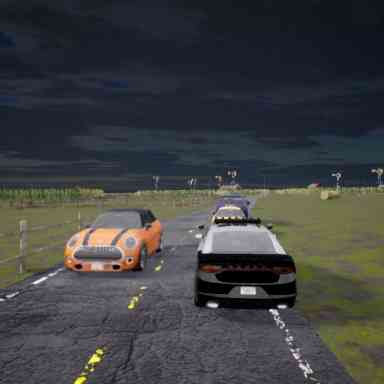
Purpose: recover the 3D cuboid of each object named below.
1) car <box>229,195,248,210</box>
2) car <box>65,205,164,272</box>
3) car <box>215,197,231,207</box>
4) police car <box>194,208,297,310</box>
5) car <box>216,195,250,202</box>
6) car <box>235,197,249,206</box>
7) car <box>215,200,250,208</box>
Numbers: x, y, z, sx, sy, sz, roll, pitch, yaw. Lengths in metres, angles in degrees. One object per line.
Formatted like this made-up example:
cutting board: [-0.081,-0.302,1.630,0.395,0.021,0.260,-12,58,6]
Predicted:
car: [6.190,1.309,43.886,2.097,1.767,4.553,0,0,12]
car: [-2.269,1.348,10.829,2.097,1.767,4.553,0,0,5]
car: [4.773,1.475,50.747,1.812,1.442,4.674,0,0,12]
police car: [1.087,1.423,8.071,1.930,1.638,5.238,0,0,4]
car: [2.915,1.206,23.636,2.150,2.045,5.566,0,0,10]
car: [8.118,1.507,53.628,1.994,1.385,4.181,0,0,12]
car: [2.048,1.444,17.952,1.801,1.575,5.366,0,0,7]
